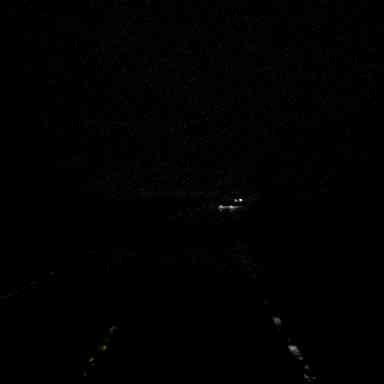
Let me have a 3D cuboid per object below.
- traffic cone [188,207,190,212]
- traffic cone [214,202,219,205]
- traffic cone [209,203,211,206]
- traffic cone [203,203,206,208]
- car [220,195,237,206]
[{"bbox_3d":[-0.301,1.897,36.717,0.340,0.580,0.340,0,0,11],"label":"traffic cone"},{"bbox_3d":[3.883,1.852,56.341,0.340,0.580,0.340,0,0,12],"label":"traffic cone"},{"bbox_3d":[2.823,1.864,51.455,0.340,0.580,0.340,0,0,12],"label":"traffic cone"},{"bbox_3d":[1.763,1.875,46.568,0.340,0.580,0.340,0,0,12],"label":"traffic cone"},{"bbox_3d":[5.721,1.388,53.600,1.882,1.535,5.008,0,0,12],"label":"car"}]
